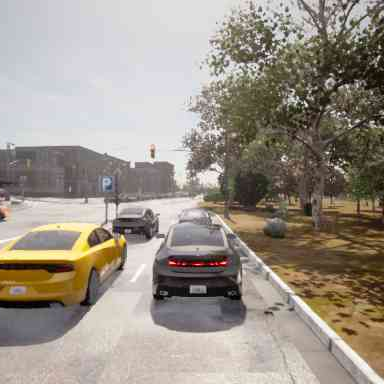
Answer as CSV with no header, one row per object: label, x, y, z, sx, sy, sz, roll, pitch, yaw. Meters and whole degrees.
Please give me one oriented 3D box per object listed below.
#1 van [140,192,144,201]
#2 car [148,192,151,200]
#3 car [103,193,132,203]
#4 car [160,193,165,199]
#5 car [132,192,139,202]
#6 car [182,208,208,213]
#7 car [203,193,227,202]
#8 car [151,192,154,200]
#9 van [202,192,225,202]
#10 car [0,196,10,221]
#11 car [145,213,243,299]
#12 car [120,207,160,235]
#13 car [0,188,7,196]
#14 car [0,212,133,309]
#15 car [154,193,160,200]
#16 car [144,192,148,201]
van,-13.228,1.093,72.302,4.442,1.987,1.878,-1,0,-14
car,-12.626,1.360,78.268,4.674,1.452,2.002,-1,0,-13
car,-14.433,1.359,63.318,4.792,1.488,2.163,-1,0,-15
car,-10.987,1.065,90.258,5.566,2.045,2.435,-1,0,-12
car,-13.788,1.316,66.310,5.366,1.575,1.946,-1,0,-15
car,0.159,1.572,18.136,2.033,1.411,5.357,0,0,1
car,4.679,1.142,68.879,4.553,1.767,2.185,1,0,-14
car,-12.254,1.359,81.270,4.674,1.452,2.002,-1,0,-13
van,4.295,1.043,65.910,4.442,1.987,1.878,1,0,-14
car,-16.622,1.404,25.512,4.553,1.767,2.185,-1,0,-19
car,0.110,1.514,8.434,1.837,1.490,4.892,0,0,0
car,-2.848,1.529,17.444,1.837,1.490,4.892,0,0,1
car,-31.155,0.137,54.189,2.002,1.452,4.674,6,-3,-19
car,-2.892,1.486,8.031,1.882,1.535,5.008,0,0,0
car,-11.438,1.358,87.252,4.674,1.452,2.002,-1,0,-12
car,-13.000,1.322,75.273,4.892,1.521,2.231,-1,0,-14
